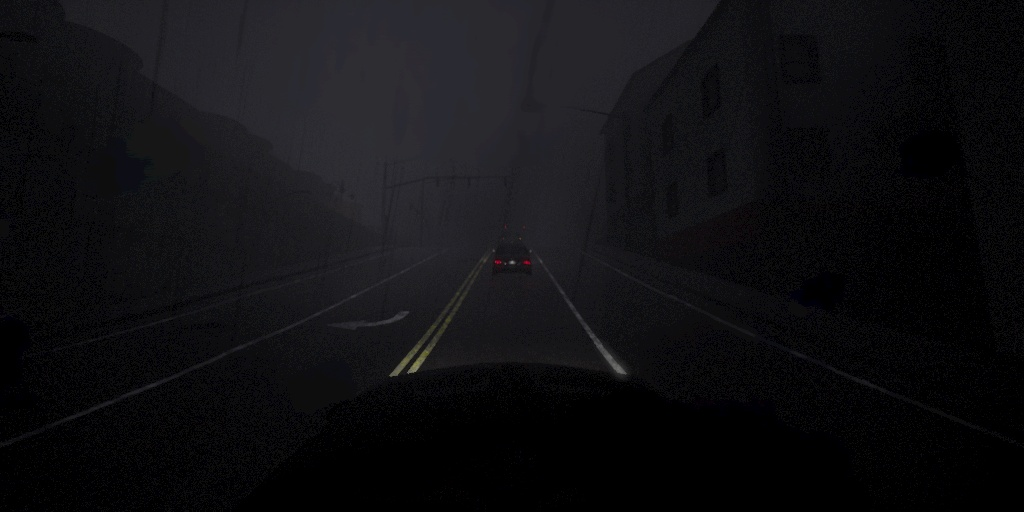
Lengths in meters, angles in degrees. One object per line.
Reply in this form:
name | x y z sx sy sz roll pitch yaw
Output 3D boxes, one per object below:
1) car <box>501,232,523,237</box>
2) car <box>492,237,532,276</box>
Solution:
car | 0.002 -1.485 33.032 1.812 1.442 4.674 0 3 0
car | 0.007 0.061 17.426 2.033 1.411 5.357 1 6 0
